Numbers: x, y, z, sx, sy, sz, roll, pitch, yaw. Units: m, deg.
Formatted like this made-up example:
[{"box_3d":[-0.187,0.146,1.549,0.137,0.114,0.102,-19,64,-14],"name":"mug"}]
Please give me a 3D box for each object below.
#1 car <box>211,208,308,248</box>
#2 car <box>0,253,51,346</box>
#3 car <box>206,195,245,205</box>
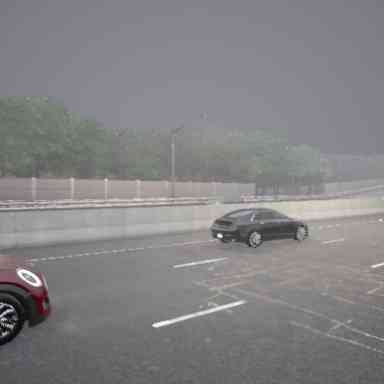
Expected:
[{"box_3d":[3.072,1.457,14.514,4.892,1.490,1.837,-1,0,-35],"name":"car"},{"box_3d":[-4.543,1.352,4.801,4.553,1.767,2.097,0,0,-35],"name":"car"},{"box_3d":[3.670,1.191,36.598,4.553,1.767,2.097,-1,0,-35],"name":"car"}]
